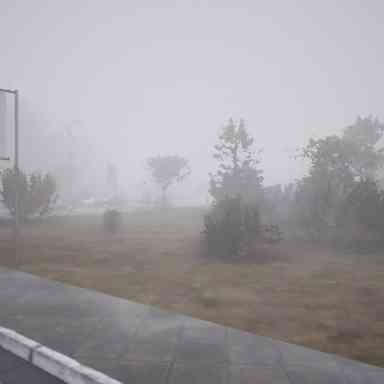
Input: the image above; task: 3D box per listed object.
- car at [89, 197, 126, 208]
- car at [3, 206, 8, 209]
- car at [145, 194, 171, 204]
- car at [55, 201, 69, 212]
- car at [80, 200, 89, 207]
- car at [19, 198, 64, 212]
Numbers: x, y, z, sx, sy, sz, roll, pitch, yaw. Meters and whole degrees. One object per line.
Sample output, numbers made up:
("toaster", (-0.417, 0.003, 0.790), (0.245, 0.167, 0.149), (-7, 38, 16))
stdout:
("car", (-11.747, 1.417, 47.847), (1.882, 1.535, 5.008), (0, 0, 39))
("car", (-20.776, 1.542, 42.137), (2.033, 1.411, 5.357), (0, 0, 39))
("car", (-5.610, 1.171, 55.538), (2.097, 1.767, 4.553), (0, 1, 40))
("car", (-16.015, 1.598, 36.557), (1.895, 1.301, 4.718), (0, 0, 39))
("car", (-14.483, 1.465, 50.041), (1.812, 1.442, 4.674), (0, 0, 39))
("car", (-17.998, 1.521, 40.005), (1.812, 1.442, 4.674), (0, 0, 39))
